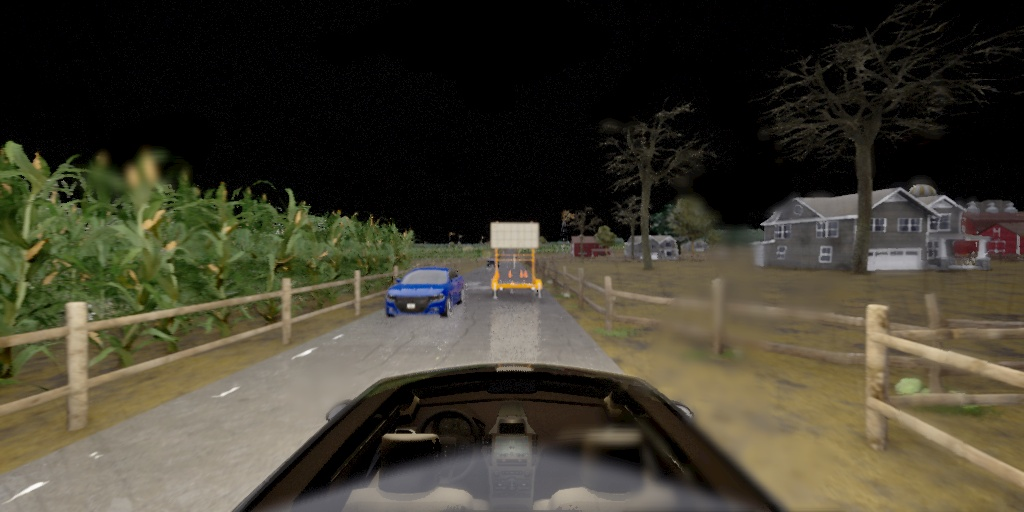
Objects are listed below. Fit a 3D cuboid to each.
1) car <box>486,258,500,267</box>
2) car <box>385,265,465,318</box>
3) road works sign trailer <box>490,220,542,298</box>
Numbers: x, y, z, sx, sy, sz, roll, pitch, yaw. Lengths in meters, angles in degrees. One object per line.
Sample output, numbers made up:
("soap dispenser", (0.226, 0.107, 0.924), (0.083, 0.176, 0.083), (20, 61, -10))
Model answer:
("car", (-2.804, 0.944, 53.818), (2.033, 1.411, 5.357), (0, 0, 1))
("car", (-2.846, 1.127, 12.620), (1.882, 1.535, 5.008), (0, 0, 0))
("road works sign trailer", (0.124, 0.076, 17.429), (2.380, 3.560, 2.880), (0, 0, -5))
